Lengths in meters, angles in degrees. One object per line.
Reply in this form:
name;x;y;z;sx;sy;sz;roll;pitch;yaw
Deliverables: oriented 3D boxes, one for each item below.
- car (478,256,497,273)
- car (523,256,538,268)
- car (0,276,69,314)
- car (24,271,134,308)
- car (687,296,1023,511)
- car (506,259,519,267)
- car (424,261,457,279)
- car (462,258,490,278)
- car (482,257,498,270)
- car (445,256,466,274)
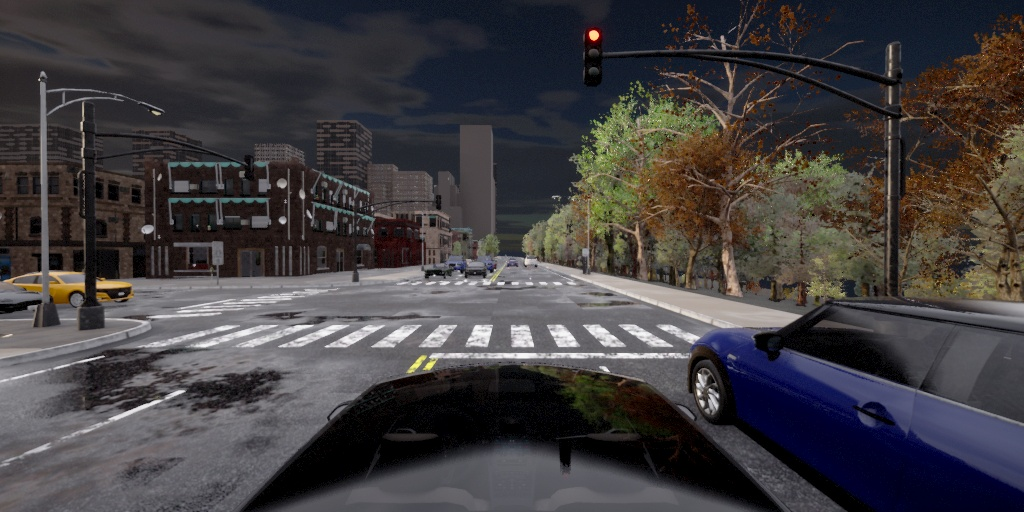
car;-3.351;0.970;44.026;2.150;2.045;5.566;0;0;0
car;3.339;0.968;63.689;2.150;2.045;5.566;0;0;0
car;-19.949;1.568;13.333;4.313;1.339;1.948;0;0;0
car;-20.013;1.455;16.028;5.008;1.535;1.882;-1;1;-1
car;3.350;1.102;2.882;2.097;1.767;4.553;0;0;0
car;0.085;1.272;64.538;1.812;1.442;4.674;0;0;0
car;-6.607;1.351;32.762;1.895;1.301;4.718;0;0;0
car;-3.354;1.228;33.994;1.882;1.535;5.008;0;0;-2
car;-3.343;1.100;54.297;2.097;1.767;4.553;0;0;0
car;-6.592;0.971;42.521;2.150;2.045;5.566;0;0;0
